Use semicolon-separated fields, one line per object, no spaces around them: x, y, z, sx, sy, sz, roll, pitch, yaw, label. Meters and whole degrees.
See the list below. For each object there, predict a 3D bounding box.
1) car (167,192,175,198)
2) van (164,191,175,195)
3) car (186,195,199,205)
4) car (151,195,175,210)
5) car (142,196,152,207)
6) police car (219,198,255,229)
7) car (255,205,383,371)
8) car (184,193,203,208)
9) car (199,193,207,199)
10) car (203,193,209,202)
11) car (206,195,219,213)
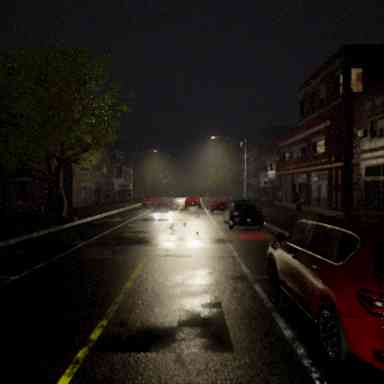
-5.622;0.779;88.786;1.967;1.590;4.097;0;0;0;car
-5.632;0.763;77.697;1.690;1.788;3.998;0;0;0;van
0.042;1.184;51.159;1.994;1.385;4.181;0;0;0;car
-3.066;1.326;37.046;1.895;1.301;4.718;0;0;0;car
-5.657;1.252;44.436;1.802;1.307;4.206;0;0;0;car
3.016;1.275;20.310;1.930;1.638;5.238;0;0;0;police car
2.690;1.273;5.620;2.192;1.841;5.009;-1;0;0;car
0.091;1.174;40.900;1.882;1.535;5.008;0;0;0;car
2.755;0.925;83.236;1.887;1.381;4.507;-1;0;0;car
2.737;1.070;61.231;1.752;1.417;4.829;-1;0;0;car
2.714;1.298;33.341;1.887;1.381;4.507;-1;0;0;car
